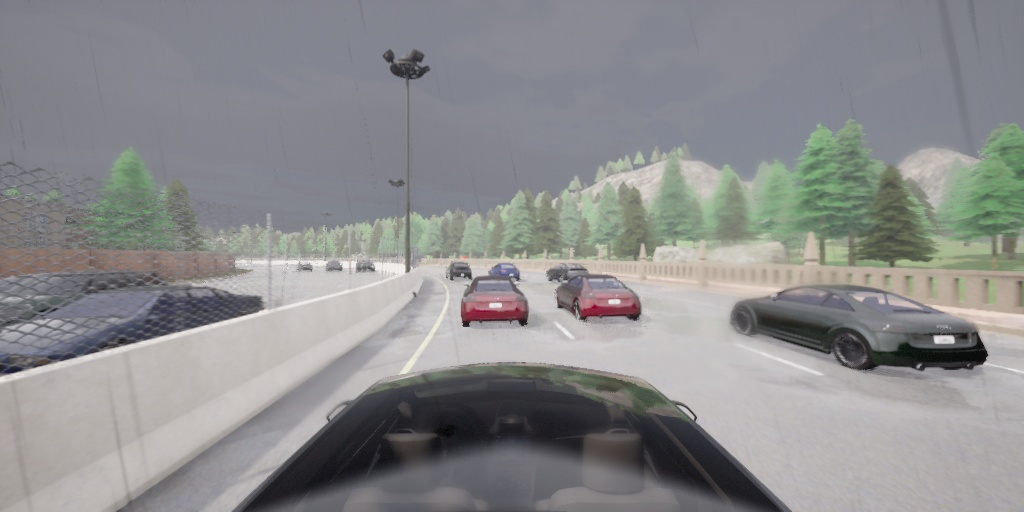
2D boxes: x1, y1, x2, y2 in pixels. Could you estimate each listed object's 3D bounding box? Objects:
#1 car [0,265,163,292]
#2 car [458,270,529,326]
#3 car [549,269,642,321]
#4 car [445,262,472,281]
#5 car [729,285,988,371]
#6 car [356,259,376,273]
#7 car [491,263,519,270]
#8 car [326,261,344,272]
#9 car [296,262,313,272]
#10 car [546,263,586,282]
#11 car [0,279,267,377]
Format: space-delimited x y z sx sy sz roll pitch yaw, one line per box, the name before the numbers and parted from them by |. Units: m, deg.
car | -11.098 1.157 9.100 2.097 1.767 4.553 0 0 -6
car | -0.637 1.328 11.834 1.994 1.385 4.181 0 0 -5
car | 2.804 1.314 12.484 1.994 1.385 4.181 0 0 -6
car | -4.720 1.308 31.475 1.837 1.490 4.892 0 0 -17
car | 6.732 1.293 7.669 1.994 1.385 4.181 0 0 -3
car | -19.440 1.236 47.602 2.097 1.767 4.553 0 0 -29
car | -0.662 1.311 30.033 1.812 1.442 4.674 0 0 -16
car | -24.339 1.410 49.110 1.837 1.490 4.892 0 0 -32
car | -28.716 1.472 49.631 2.033 1.411 5.357 0 0 -32
car | 3.973 1.253 26.148 2.128 1.511 4.902 0 0 -13
car | -7.373 1.335 7.313 2.033 1.411 5.357 0 0 -4
